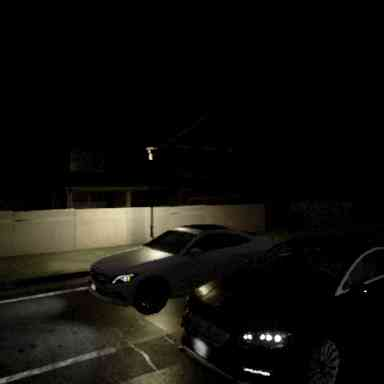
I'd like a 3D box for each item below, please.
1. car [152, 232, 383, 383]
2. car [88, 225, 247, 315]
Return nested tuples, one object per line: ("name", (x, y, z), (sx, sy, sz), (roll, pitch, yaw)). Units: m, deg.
("car", (2.097, 1.487, 5.170), (4.902, 1.511, 2.128), (0, 0, -35))
("car", (0.028, 1.521, 7.685), (4.674, 1.442, 1.812), (0, 0, -35))
